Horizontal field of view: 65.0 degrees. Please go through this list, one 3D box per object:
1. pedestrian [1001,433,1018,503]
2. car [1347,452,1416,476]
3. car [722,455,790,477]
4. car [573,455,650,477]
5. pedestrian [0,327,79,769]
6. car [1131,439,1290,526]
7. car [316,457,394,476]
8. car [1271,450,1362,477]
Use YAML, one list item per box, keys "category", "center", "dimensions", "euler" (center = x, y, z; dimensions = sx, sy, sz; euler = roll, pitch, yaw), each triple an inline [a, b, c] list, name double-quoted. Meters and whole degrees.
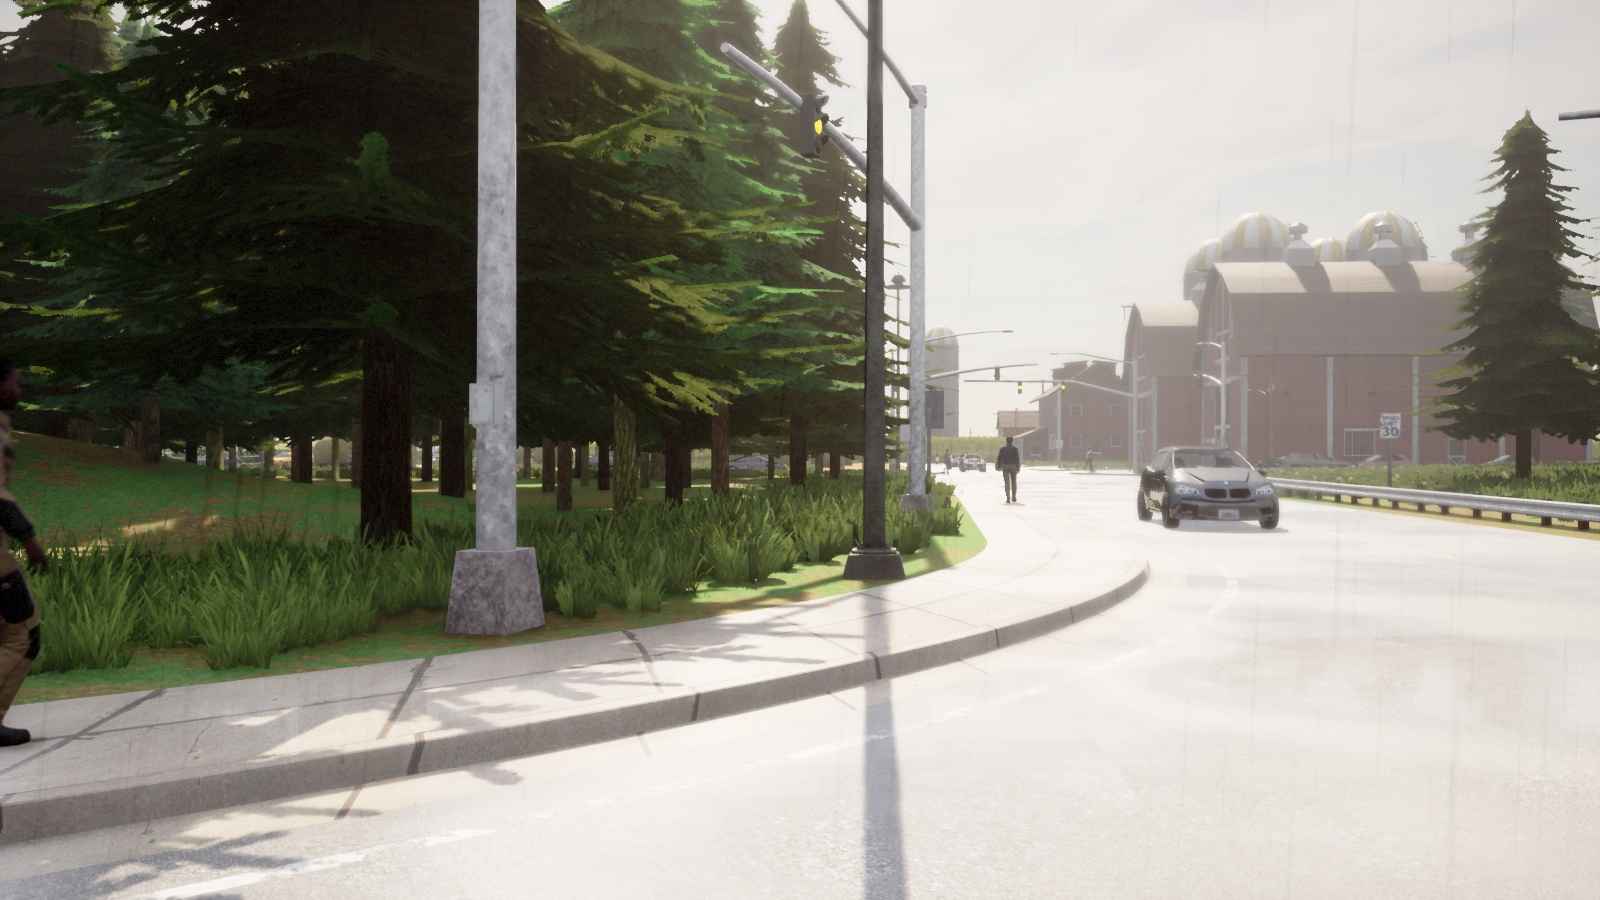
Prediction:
- category: "pedestrian"
  center: [5.612, 0.477, 33.570]
  dimensions: [0.370, 1.835, 0.726]
  euler: [0, 0, 16]
- category: "car"
  center: [37.509, 0.904, 81.060]
  dimensions: [3.633, 1.501, 1.845]
  euler: [0, 0, 5]
- category: "car"
  center: [-2.832, 1.039, 80.805]
  dimensions: [4.181, 1.385, 1.994]
  euler: [0, 0, 5]
- category: "car"
  center: [-12.237, 1.023, 81.564]
  dimensions: [4.674, 1.442, 1.812]
  euler: [0, 0, 5]
- category: "pedestrian"
  center: [-3.670, 0.428, 5.594]
  dimensions: [0.396, 1.930, 0.692]
  euler: [0, 0, 36]
- category: "car"
  center: [8.531, 0.636, 26.575]
  dimensions: [2.242, 1.667, 4.611]
  euler: [0, 0, 6]
- category: "car"
  center: [-30.645, 1.149, 86.561]
  dimensions: [4.718, 1.301, 1.895]
  euler: [0, 0, 5]
- category: "car"
  center: [32.048, 0.825, 78.025]
  dimensions: [4.856, 1.649, 2.033]
  euler: [0, 0, 5]
